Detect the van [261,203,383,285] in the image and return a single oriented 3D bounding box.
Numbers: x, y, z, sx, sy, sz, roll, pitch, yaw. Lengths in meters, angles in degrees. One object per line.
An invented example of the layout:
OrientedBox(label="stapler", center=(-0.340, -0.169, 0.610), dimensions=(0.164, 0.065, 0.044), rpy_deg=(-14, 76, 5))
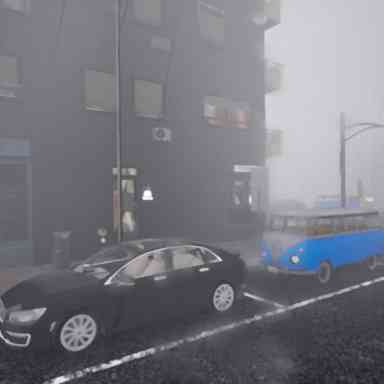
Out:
OrientedBox(label="van", center=(3.642, 1.337, 9.170), dimensions=(3.998, 1.788, 1.690), rpy_deg=(0, -1, -35))

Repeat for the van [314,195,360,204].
OrientedBox(label="van", center=(12.869, 1.192, 29.809), dimensions=(1.690, 1.788, 3.998), rpy_deg=(-1, 1, -35))

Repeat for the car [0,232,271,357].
OrientedBox(label="car", center=(-0.918, 1.549, 5.916), dimensions=(4.403, 1.369, 2.008), rpy_deg=(0, -1, -35))

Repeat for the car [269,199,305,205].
OrientedBox(label="car", center=(9.691, 1.391, 34.327), dimensions=(1.947, 1.339, 4.313), rpy_deg=(-1, 1, -35))
